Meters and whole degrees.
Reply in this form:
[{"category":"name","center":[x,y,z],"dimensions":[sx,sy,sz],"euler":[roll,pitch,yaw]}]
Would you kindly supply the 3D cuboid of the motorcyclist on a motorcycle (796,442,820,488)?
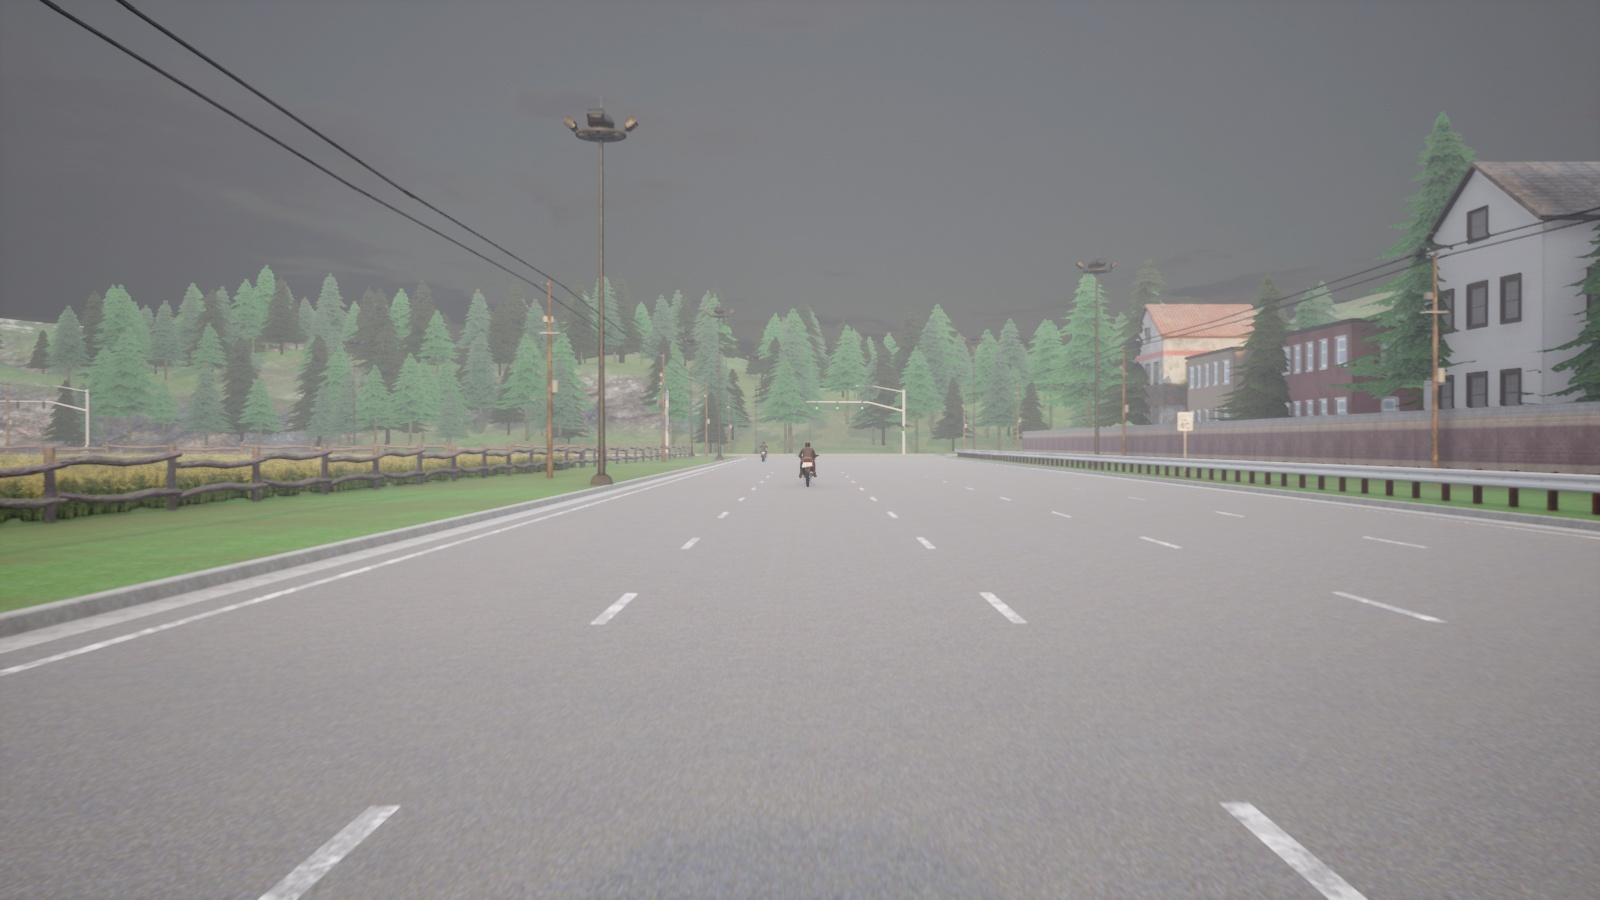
[{"category":"motorcyclist on a motorcycle","center":[0.260,0.488,42.792],"dimensions":[0.797,1.523,2.044],"euler":[0,0,0]}]
